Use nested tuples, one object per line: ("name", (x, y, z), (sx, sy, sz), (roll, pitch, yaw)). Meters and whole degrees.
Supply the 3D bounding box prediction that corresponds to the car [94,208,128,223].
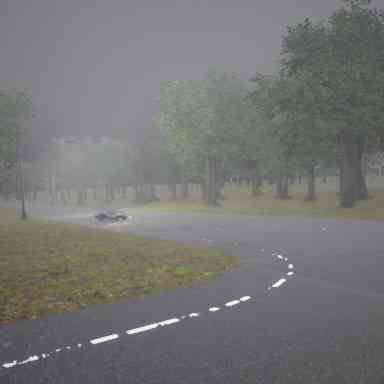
("car", (-8.894, 2.471, 35.989), (2.033, 1.411, 5.357), (-4, 1, -37))
